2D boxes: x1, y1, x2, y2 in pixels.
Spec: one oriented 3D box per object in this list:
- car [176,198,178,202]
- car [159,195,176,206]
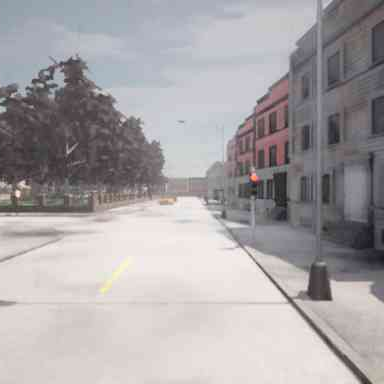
[{"bbox_3d":[-4.026,1.579,69.036,1.837,1.490,4.892,0,0,0],"label":"car"},{"bbox_3d":[-4.077,1.244,53.071,2.097,1.767,4.553,0,0,0],"label":"car"}]
